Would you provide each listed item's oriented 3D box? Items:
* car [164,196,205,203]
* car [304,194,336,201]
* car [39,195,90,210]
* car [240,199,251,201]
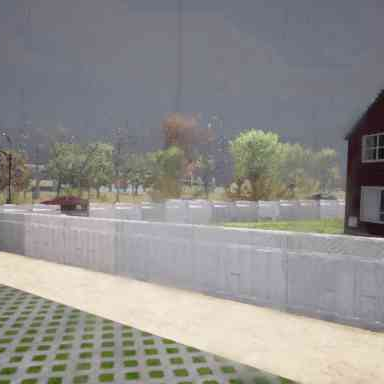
[{"bbox_3d":[-0.954,1.155,39.338,4.718,1.301,1.895,0,2,-19],"label":"car"},{"bbox_3d":[17.438,0.981,45.400,4.674,1.442,1.812,0,2,-18],"label":"car"},{"bbox_3d":[-13.441,1.125,35.157,5.008,1.535,1.882,0,2,-18],"label":"car"},{"bbox_3d":[5.675,1.414,31.070,5.357,1.411,2.033,0,2,-18],"label":"car"}]
